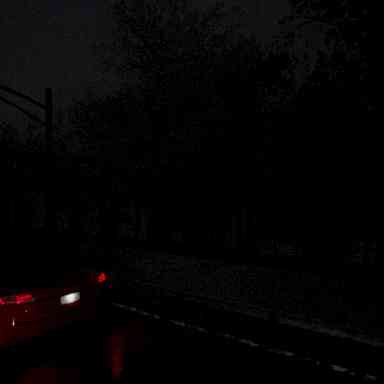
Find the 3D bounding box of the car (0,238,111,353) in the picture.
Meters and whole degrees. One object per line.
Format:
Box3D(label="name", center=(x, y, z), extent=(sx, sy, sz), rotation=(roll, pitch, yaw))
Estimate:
Box3D(label="car", center=(-3.453, 1.562, 6.142), extent=(4.181, 1.385, 1.994), rotation=(0, 0, 35))
